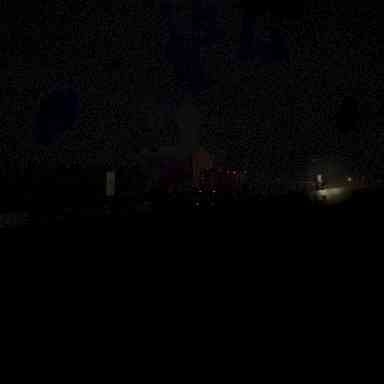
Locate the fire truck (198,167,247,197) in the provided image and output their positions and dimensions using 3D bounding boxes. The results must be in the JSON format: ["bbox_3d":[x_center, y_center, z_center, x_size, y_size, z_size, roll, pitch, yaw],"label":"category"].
[{"bbox_3d":[4.295,-1.399,44.733,2.891,3.827,8.468,3,4,35],"label":"fire truck"}]
